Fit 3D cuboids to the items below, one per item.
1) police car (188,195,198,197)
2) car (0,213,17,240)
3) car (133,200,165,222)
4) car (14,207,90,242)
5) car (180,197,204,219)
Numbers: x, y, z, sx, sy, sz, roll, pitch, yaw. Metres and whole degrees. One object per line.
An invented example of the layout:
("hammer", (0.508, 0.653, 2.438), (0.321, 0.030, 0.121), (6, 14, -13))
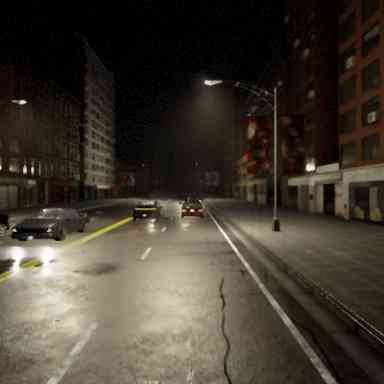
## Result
("police car", (0.048, 1.234, 55.683), (2.038, 1.542, 4.974), (0, 1, 0))
("car", (-9.770, 1.389, 14.004), (1.882, 1.535, 5.008), (0, 0, 1))
("car", (-3.131, 1.339, 24.516), (2.128, 1.511, 4.902), (0, 0, 0))
("car", (-6.495, 1.446, 16.046), (2.033, 1.411, 5.357), (0, 0, 0))
("car", (0.024, 1.437, 27.428), (2.033, 1.411, 5.357), (0, 0, 0))
